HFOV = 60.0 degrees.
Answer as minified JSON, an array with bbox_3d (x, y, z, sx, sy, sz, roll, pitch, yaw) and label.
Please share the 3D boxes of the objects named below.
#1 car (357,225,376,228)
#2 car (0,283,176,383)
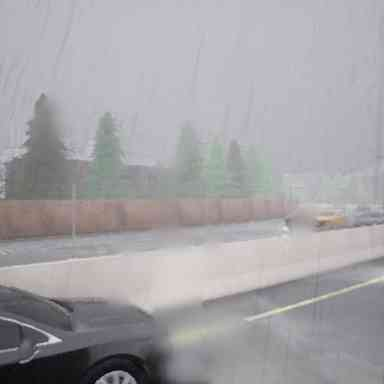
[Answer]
[{"bbox_3d":[13.123,2.061,23.834,1.837,1.490,4.892,-2,-2,43],"label":"car"},{"bbox_3d":[-2.494,1.650,3.219,4.892,1.490,1.837,0,-2,-32],"label":"car"}]
